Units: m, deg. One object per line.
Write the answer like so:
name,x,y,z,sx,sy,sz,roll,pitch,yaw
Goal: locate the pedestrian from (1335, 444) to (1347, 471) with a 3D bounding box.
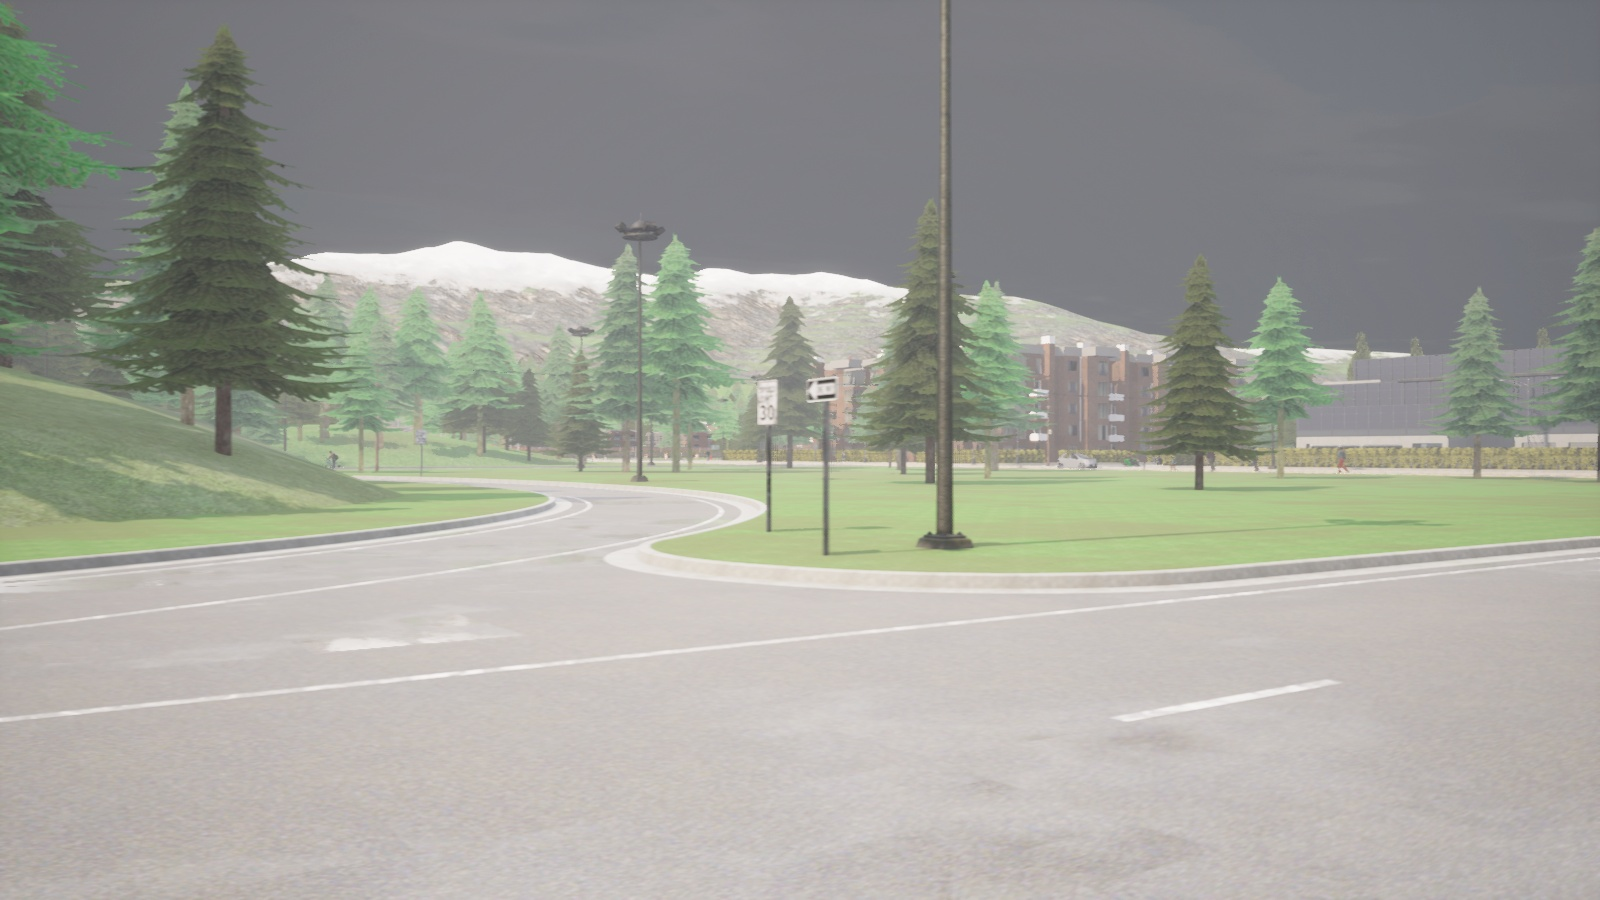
pedestrian,36.412,0.489,84.552,0.353,1.847,0.614,0,0,-34
